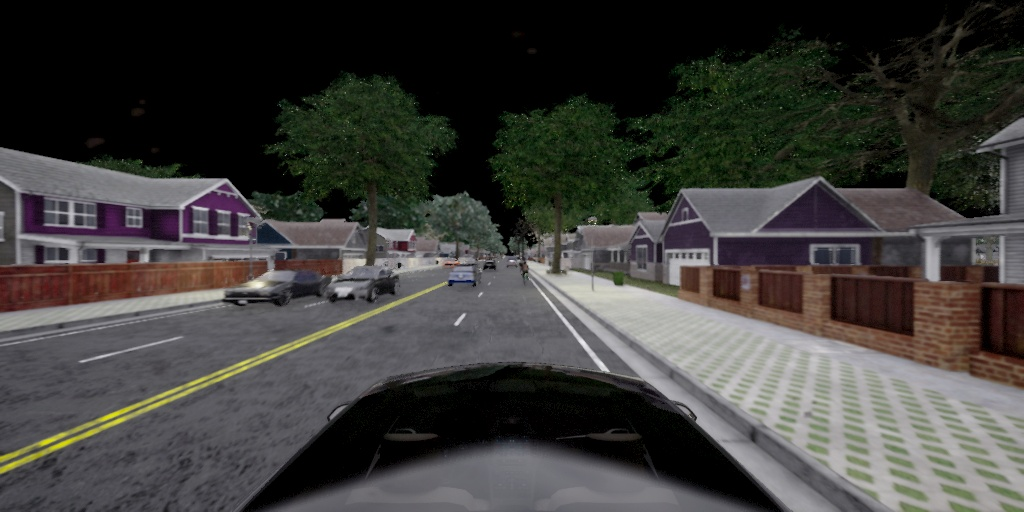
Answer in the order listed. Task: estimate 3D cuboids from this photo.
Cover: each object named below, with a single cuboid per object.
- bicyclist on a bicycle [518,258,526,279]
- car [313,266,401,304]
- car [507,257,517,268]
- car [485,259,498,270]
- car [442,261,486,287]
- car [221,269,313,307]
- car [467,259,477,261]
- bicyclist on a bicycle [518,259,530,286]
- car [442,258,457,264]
[{"bbox_3d":[0.888,1.113,32.526,0.659,1.776,1.843,0,0,0],"label":"bicyclist on a bicycle"},{"bbox_3d":[-6.602,1.238,16.449,2.128,1.511,4.902,0,0,0],"label":"car"},{"bbox_3d":[0.036,1.284,61.956,2.033,1.411,5.357,0,0,1],"label":"car"},{"bbox_3d":[-3.158,1.244,52.436,1.837,1.490,4.892,0,0,0],"label":"car"},{"bbox_3d":[-3.155,1.292,24.619,2.033,1.411,5.357,0,0,0],"label":"car"},{"bbox_3d":[-9.853,1.294,15.785,2.033,1.411,5.357,0,0,0],"label":"car"},{"bbox_3d":[-6.552,1.241,58.615,1.837,1.490,4.892,0,0,1],"label":"car"},{"bbox_3d":[0.889,1.197,23.412,0.582,1.620,1.656,0,0,0],"label":"bicyclist on a bicycle"},{"bbox_3d":[-9.805,1.090,57.368,2.097,1.767,4.553,0,0,0],"label":"car"}]
